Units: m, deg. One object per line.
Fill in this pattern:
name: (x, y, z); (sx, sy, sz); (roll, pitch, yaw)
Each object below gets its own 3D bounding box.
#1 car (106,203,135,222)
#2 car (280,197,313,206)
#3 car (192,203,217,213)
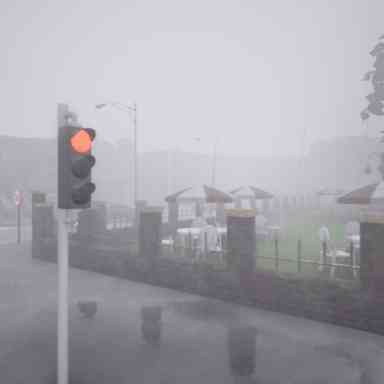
car: (-6.395, 1.561, 26.243); (1.994, 1.385, 4.181); (0, 0, 35)
car: (14.943, 1.412, 47.551); (5.008, 1.535, 1.882); (0, 0, 3)
car: (1.896, 1.501, 37.914); (1.837, 1.490, 4.892); (0, 0, 36)
